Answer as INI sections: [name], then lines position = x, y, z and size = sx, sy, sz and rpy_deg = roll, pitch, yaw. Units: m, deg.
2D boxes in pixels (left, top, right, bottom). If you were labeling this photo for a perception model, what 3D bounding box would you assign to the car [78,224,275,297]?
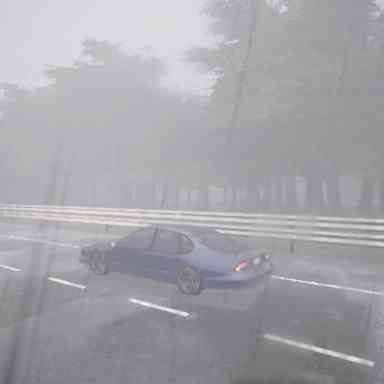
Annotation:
[car]
position = -0.646, 1.549, 8.633
size = 5.357, 1.411, 2.033
rpy_deg = 0, 0, 36
